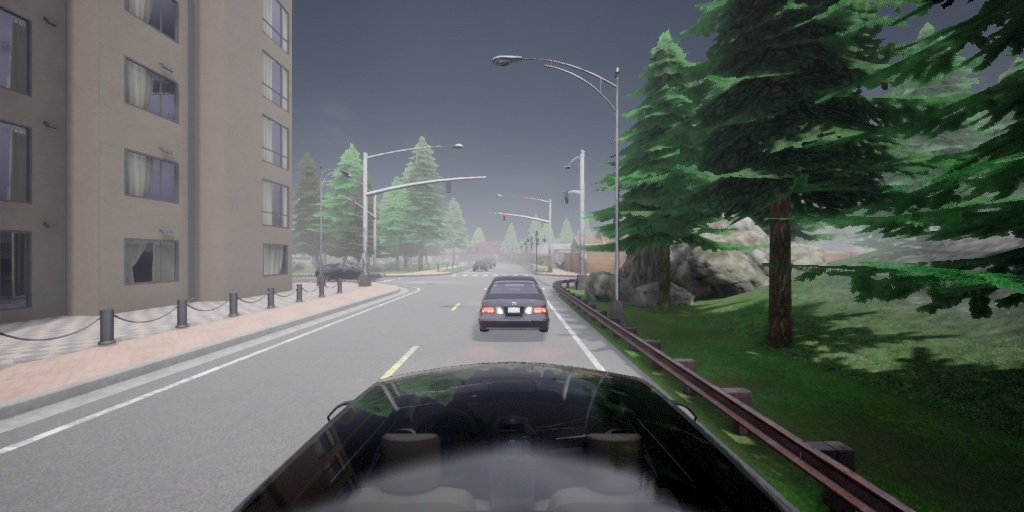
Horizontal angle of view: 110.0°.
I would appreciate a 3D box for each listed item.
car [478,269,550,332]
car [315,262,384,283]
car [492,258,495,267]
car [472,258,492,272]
[{"bbox_3d":[0.068,1.297,10.802,2.033,1.411,5.357,0,0,1],"label":"car"},{"bbox_3d":[-12.238,1.226,27.116,4.902,1.511,2.128,0,0,2],"label":"car"},{"bbox_3d":[-4.053,1.226,55.826,1.837,1.490,4.892,0,0,0],"label":"car"},{"bbox_3d":[-3.999,1.225,46.360,1.837,1.490,4.892,0,0,0],"label":"car"}]
